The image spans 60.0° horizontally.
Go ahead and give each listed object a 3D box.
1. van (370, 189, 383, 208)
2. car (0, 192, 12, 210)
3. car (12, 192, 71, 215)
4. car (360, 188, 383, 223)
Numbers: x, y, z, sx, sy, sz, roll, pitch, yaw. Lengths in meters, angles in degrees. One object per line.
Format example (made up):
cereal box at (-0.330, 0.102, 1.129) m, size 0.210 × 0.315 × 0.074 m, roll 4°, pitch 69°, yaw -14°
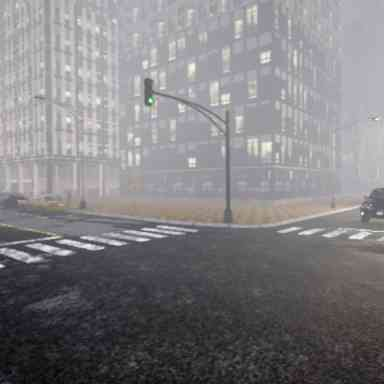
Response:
van at (19.151, 0.609, 33.213) m, size 1.690 × 1.788 × 3.998 m, roll 0°, pitch 1°, yaw 39°
car at (-14.564, 0.641, 26.267) m, size 4.313 × 1.339 × 1.947 m, roll 2°, pitch 1°, yaw 38°
car at (-10.243, 0.737, 22.950) m, size 4.829 × 1.417 × 1.752 m, roll 2°, pitch 1°, yaw 38°
car at (11.981, 0.759, 20.270) m, size 2.150 × 2.045 × 5.566 m, roll 1°, pitch 1°, yaw 39°
